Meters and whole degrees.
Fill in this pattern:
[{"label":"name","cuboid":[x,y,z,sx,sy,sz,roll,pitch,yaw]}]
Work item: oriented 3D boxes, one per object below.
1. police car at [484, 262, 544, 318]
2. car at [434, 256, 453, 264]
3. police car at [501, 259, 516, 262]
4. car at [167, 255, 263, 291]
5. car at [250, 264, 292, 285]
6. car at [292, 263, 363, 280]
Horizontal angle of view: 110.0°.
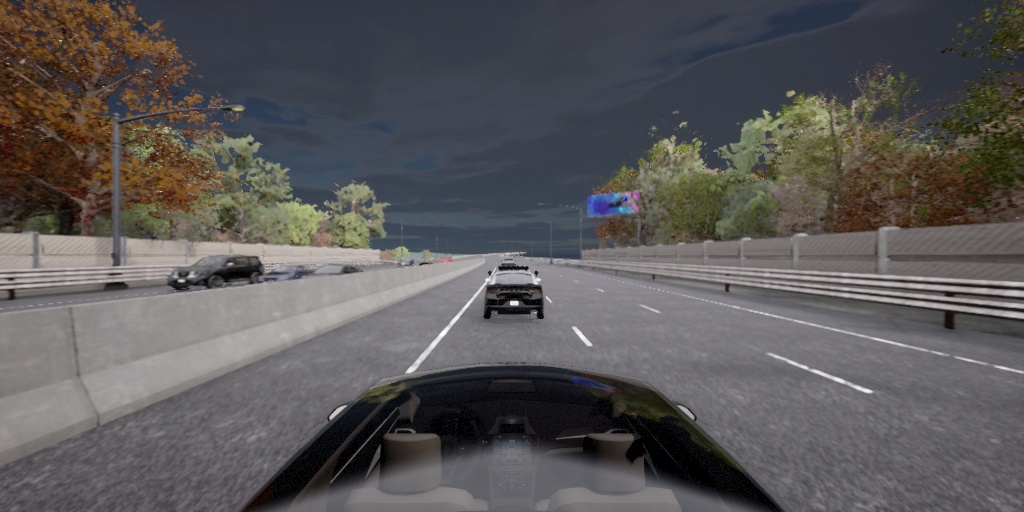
[{"label":"police car","cuboid":[0.051,1.172,13.031,1.930,1.638,5.238,0,0,0]},{"label":"car","cuboid":[-11.587,0.947,62.625,2.150,2.045,5.566,0,0,-1]},{"label":"police car","cuboid":[-0.424,1.162,43.977,1.930,1.638,5.238,0,0,-1]},{"label":"car","cuboid":[-17.729,0.970,21.965,2.150,2.045,5.566,0,0,-1]},{"label":"car","cuboid":[-14.244,1.312,23.105,1.994,1.385,4.181,0,0,-1]},{"label":"car","cuboid":[-10.727,1.225,21.738,1.882,1.535,5.008,0,0,-1]}]
